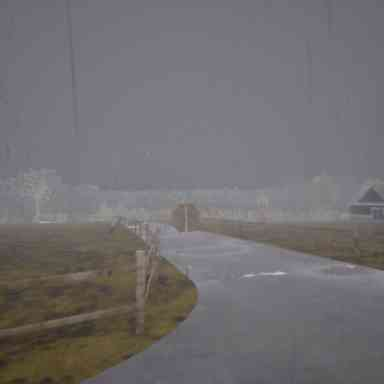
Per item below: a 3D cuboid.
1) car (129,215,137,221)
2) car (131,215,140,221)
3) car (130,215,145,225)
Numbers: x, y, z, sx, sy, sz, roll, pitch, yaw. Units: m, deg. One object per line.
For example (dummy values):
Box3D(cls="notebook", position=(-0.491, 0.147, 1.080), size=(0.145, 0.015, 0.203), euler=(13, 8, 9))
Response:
Box3D(cls="car", position=(-16.805, 7.431, 94.032), size=(1.882, 1.535, 5.008), euler=(0, -5, -14))
Box3D(cls="car", position=(-14.241, 6.636, 84.067), size=(1.812, 1.442, 4.674), euler=(0, -5, -14))
Box3D(cls="car", position=(-8.249, 4.169, 49.756), size=(1.837, 1.490, 4.892), euler=(0, -4, -14))
